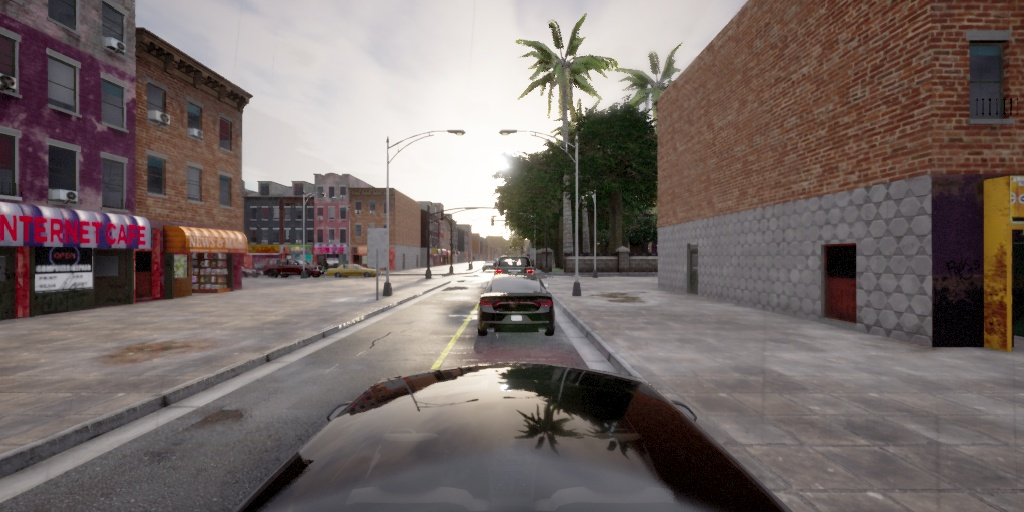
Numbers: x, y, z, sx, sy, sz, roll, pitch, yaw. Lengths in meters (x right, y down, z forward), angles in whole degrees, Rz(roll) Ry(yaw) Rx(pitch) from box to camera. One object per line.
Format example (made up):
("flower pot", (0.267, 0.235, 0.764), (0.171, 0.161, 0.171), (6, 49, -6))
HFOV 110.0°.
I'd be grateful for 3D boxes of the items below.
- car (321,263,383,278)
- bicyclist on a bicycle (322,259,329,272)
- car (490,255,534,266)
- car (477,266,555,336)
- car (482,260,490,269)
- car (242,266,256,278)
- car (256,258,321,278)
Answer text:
("car", (-14.443, 1.324, 32.994), (4.829, 1.417, 1.751), (0, 0, 0))
("bicyclist on a bicycle", (-20.147, 1.124, 38.633), (0.582, 1.620, 1.656), (0, 0, 0))
("car", (0.100, 0.980, 20.418), (2.150, 2.045, 5.566), (0, 0, -1))
("car", (0.098, 1.230, 10.449), (1.882, 1.535, 5.008), (0, 0, 0))
("car", (-2.862, 1.316, 47.862), (1.812, 1.442, 4.674), (0, 0, 0))
("car", (-25.516, 1.409, 32.980), (4.207, 1.307, 1.802), (0, 0, 0))
("car", (-20.064, 1.127, 32.987), (5.009, 1.841, 2.192), (0, 0, 0))
